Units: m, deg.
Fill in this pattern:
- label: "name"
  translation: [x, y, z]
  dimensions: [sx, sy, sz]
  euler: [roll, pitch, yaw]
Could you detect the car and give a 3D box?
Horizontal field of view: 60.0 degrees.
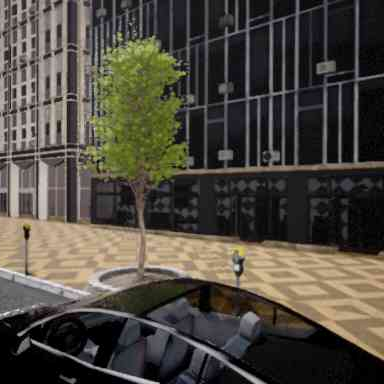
- label: "car"
  translation: [-0.440, 1.550, 3.193]
  dimensions: [4.313, 1.339, 1.947]
  euler: [1, 0, 36]
